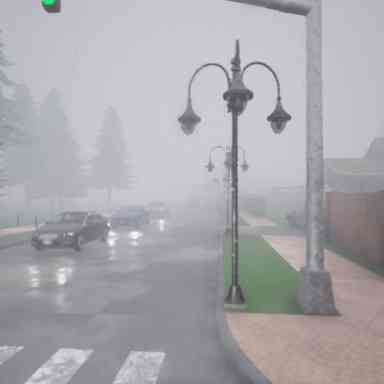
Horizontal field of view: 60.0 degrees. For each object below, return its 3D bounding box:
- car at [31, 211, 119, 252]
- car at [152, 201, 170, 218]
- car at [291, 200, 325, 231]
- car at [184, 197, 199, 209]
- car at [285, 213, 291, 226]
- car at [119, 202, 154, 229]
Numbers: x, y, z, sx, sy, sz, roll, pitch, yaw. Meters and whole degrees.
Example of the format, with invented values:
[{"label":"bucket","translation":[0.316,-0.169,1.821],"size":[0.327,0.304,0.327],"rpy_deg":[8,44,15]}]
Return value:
[{"label":"car","translation":[-5.161,1.625,14.778],"size":[2.128,1.511,4.902],"rpy_deg":[0,-1,5]},{"label":"car","translation":[-3.594,1.717,33.957],"size":[2.097,1.767,4.553],"rpy_deg":[0,-1,4]},{"label":"car","translation":[8.116,1.359,18.249],"size":[4.605,1.855,1.932],"rpy_deg":[0,-1,5]},{"label":"car","translation":[-0.121,1.893,59.261],"size":[2.150,2.045,5.566],"rpy_deg":[1,-1,-9]},{"label":"car","translation":[7.934,1.391,20.786],"size":[3.866,1.878,1.905],"rpy_deg":[0,-1,5]},{"label":"car","translation":[-4.367,1.726,24.268],"size":[1.882,1.535,5.008],"rpy_deg":[0,-1,5]}]
